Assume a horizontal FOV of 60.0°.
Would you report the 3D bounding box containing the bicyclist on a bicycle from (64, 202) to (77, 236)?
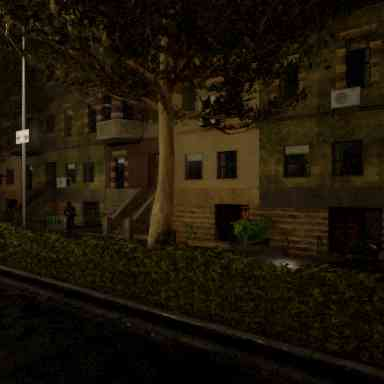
[{"bbox_3d":[-6.001,1.322,16.417,0.582,1.620,1.656,-2,2,-35],"label":"bicyclist on a bicycle"}]
